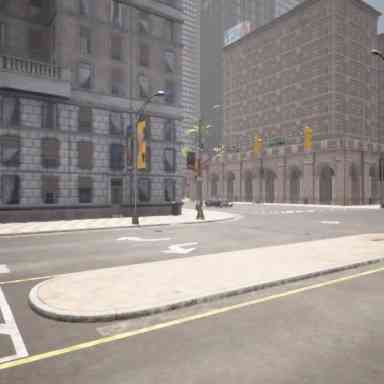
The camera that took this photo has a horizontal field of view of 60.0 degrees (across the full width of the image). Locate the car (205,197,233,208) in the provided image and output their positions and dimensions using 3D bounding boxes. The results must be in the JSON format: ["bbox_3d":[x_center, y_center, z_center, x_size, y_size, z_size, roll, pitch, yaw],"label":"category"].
[{"bbox_3d":[3.906,1.490,47.748,2.128,1.511,4.902,0,0,-34],"label":"car"}]
